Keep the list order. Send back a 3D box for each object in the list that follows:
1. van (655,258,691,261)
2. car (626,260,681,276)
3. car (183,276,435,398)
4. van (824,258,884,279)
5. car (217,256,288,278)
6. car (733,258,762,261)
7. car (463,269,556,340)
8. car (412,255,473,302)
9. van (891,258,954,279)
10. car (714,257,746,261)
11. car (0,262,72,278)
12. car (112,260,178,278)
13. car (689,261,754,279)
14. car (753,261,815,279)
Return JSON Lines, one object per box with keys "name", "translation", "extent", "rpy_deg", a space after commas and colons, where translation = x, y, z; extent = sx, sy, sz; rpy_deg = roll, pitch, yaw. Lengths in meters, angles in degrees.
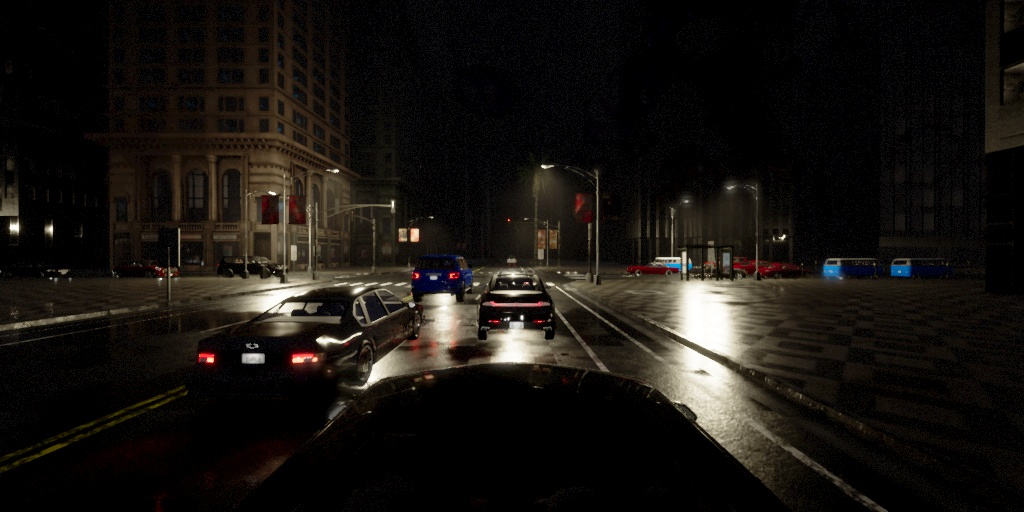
{"name": "van", "translation": [17.047, 1.058, 38.340], "extent": [3.998, 1.789, 1.690], "rpy_deg": [0, 0, 0]}
{"name": "car", "translation": [13.877, 1.328, 35.673], "extent": [4.718, 1.301, 1.895], "rpy_deg": [0, 0, 2]}
{"name": "car", "translation": [-3.150, 1.296, 6.886], "extent": [2.033, 1.411, 5.357], "rpy_deg": [0, 0, 0]}
{"name": "van", "translation": [28.411, 1.076, 29.825], "extent": [3.998, 1.789, 1.690], "rpy_deg": [0, 0, 0]}
{"name": "car", "translation": [-23.459, 0.991, 32.492], "extent": [5.566, 2.045, 2.150], "rpy_deg": [0, 0, 0]}
{"name": "car", "translation": [23.944, 1.198, 35.680], "extent": [5.008, 1.535, 1.882], "rpy_deg": [0, 0, 0]}
{"name": "car", "translation": [0.089, 1.238, 9.956], "extent": [2.128, 1.511, 4.902], "rpy_deg": [0, 0, 0]}
{"name": "car", "translation": [-3.159, 0.969, 17.126], "extent": [2.150, 2.045, 5.566], "rpy_deg": [0, 0, 0]}
{"name": "van", "translation": [34.088, 1.074, 29.830], "extent": [3.998, 1.789, 1.690], "rpy_deg": [0, 0, 0]}
{"name": "car", "translation": [22.724, 1.028, 38.345], "extent": [5.009, 1.841, 2.192], "rpy_deg": [0, 0, 0]}
{"name": "car", "translation": [-43.161, 1.283, 32.590], "extent": [4.902, 1.511, 2.128], "rpy_deg": [0, 0, 0]}
{"name": "car", "translation": [-33.178, 1.132, 32.541], "extent": [4.553, 1.767, 2.097], "rpy_deg": [0, 0, 0]}
{"name": "car", "translation": [17.056, 1.293, 29.815], "extent": [4.403, 1.370, 2.007], "rpy_deg": [0, 0, 0]}
{"name": "car", "translation": [22.734, 1.321, 29.819], "extent": [4.207, 1.307, 1.802], "rpy_deg": [0, 0, 0]}
